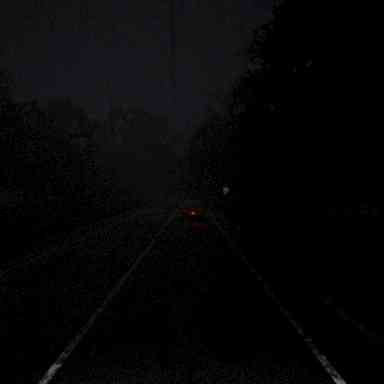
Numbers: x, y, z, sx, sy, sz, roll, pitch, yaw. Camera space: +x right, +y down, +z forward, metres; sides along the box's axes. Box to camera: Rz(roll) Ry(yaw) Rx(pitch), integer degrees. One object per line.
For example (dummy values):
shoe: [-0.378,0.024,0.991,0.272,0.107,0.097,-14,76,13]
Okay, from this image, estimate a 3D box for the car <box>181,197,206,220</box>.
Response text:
car: [0.101,1.411,27.200,1.882,1.535,5.008,0,0,0]
